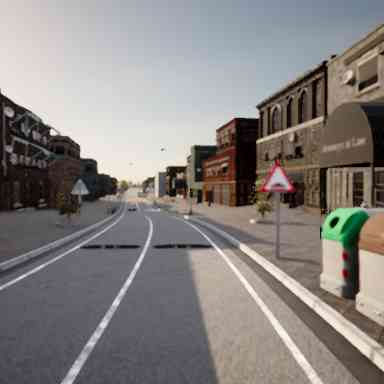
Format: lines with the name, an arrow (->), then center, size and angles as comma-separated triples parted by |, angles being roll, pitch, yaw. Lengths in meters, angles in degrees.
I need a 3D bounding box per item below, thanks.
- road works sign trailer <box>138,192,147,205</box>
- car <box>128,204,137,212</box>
road works sign trailer -> -13.860, 1.837, 93.313 | 2.380, 3.560, 2.880 | 0, 1, -11
car -> -11.597, 3.095, 64.755 | 2.033, 1.411, 5.357 | 0, 1, -11
